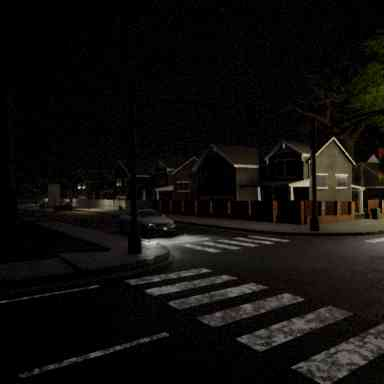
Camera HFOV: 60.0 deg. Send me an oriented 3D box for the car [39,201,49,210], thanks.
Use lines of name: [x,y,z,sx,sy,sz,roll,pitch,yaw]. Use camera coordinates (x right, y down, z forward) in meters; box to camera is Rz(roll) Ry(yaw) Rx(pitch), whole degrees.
car: [-24.230,2.188,55.544,1.994,1.385,4.181,-1,0,-35]

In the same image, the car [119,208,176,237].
car: [-2.788,1.718,19.754,1.812,1.442,4.674,-1,0,-35]

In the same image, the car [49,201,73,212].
car: [-18.253,1.986,47.015,2.128,1.511,4.902,-1,0,-34]
